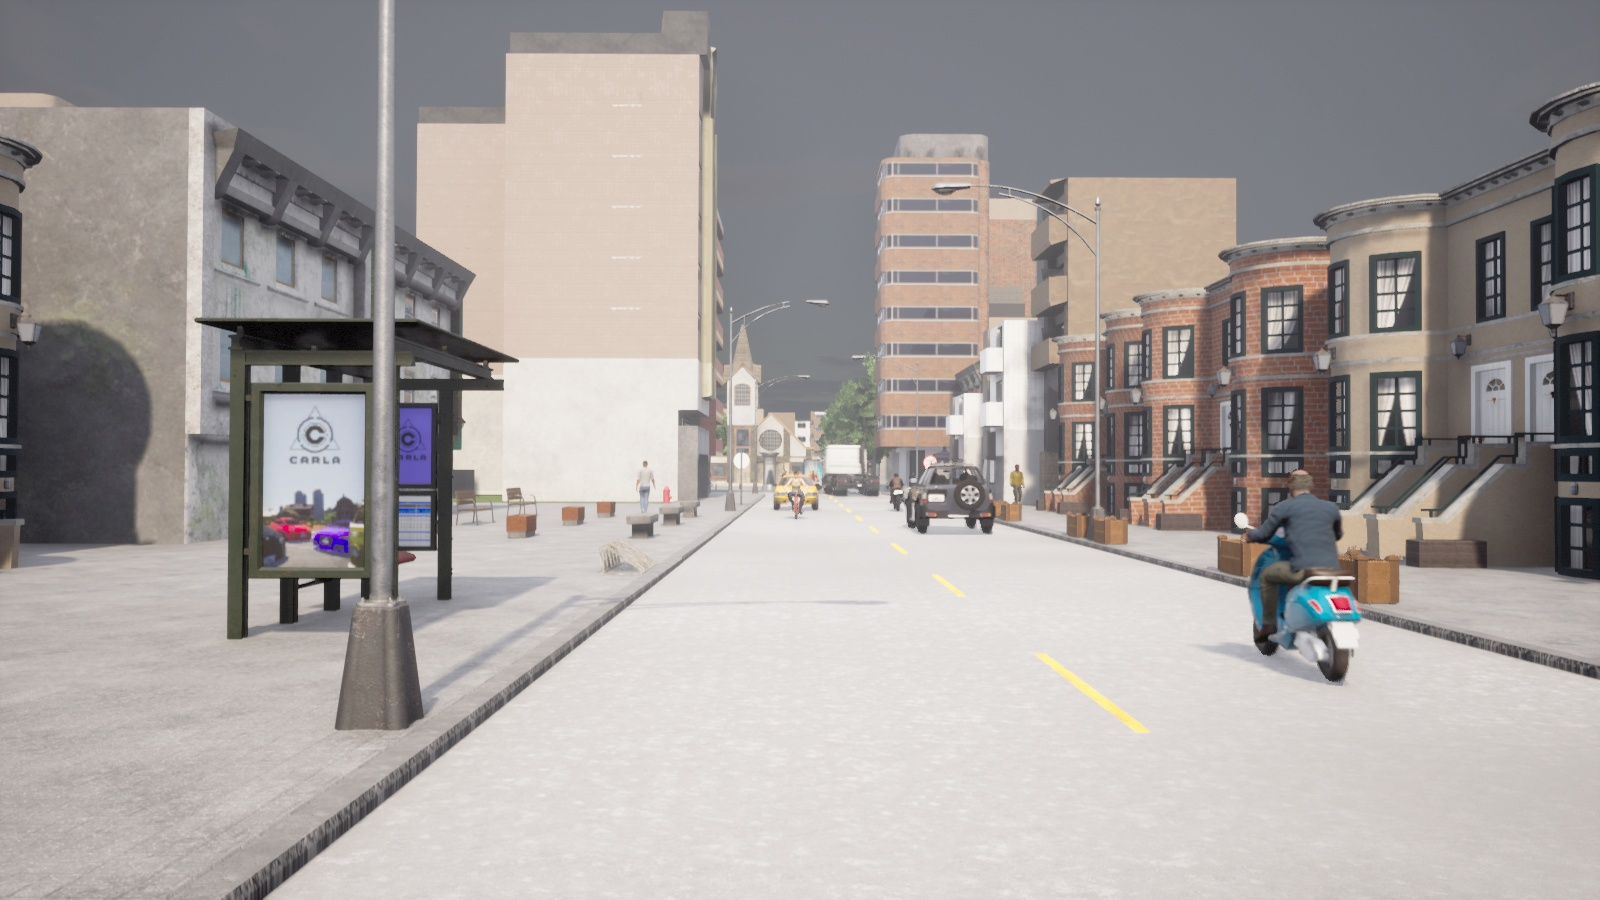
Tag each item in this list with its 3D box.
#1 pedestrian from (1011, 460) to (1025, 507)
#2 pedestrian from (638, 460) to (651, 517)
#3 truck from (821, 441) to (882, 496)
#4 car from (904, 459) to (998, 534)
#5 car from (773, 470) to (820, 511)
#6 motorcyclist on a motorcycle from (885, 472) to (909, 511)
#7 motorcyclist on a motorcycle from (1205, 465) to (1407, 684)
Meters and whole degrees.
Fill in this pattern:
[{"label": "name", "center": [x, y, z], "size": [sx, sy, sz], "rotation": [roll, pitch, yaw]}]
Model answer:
[{"label": "pedestrian", "center": [8.685, 1.338, 50.005], "size": [0.370, 1.835, 0.726], "rotation": [0, -1, -4]}, {"label": "pedestrian", "center": [-5.068, 1.239, 40.931], "size": [0.354, 1.836, 0.706], "rotation": [0, -1, -12]}, {"label": "truck", "center": [3.309, 1.228, 82.968], "size": [2.891, 3.462, 7.936], "rotation": [0, -1, -6]}, {"label": "car", "center": [3.917, 1.182, 33.336], "size": [1.932, 1.855, 4.605], "rotation": [0, -1, 0]}, {"label": "car", "center": [-0.151, 1.634, 51.692], "size": [1.801, 1.575, 5.366], "rotation": [0, -1, 0]}, {"label": "motorcyclist on a motorcycle", "center": [3.855, 1.631, 50.061], "size": [0.797, 1.523, 2.044], "rotation": [0, -1, 0]}, {"label": "motorcyclist on a motorcycle", "center": [3.975, 0.923, 10.055], "size": [0.866, 1.590, 1.817], "rotation": [0, -1, 0]}]
